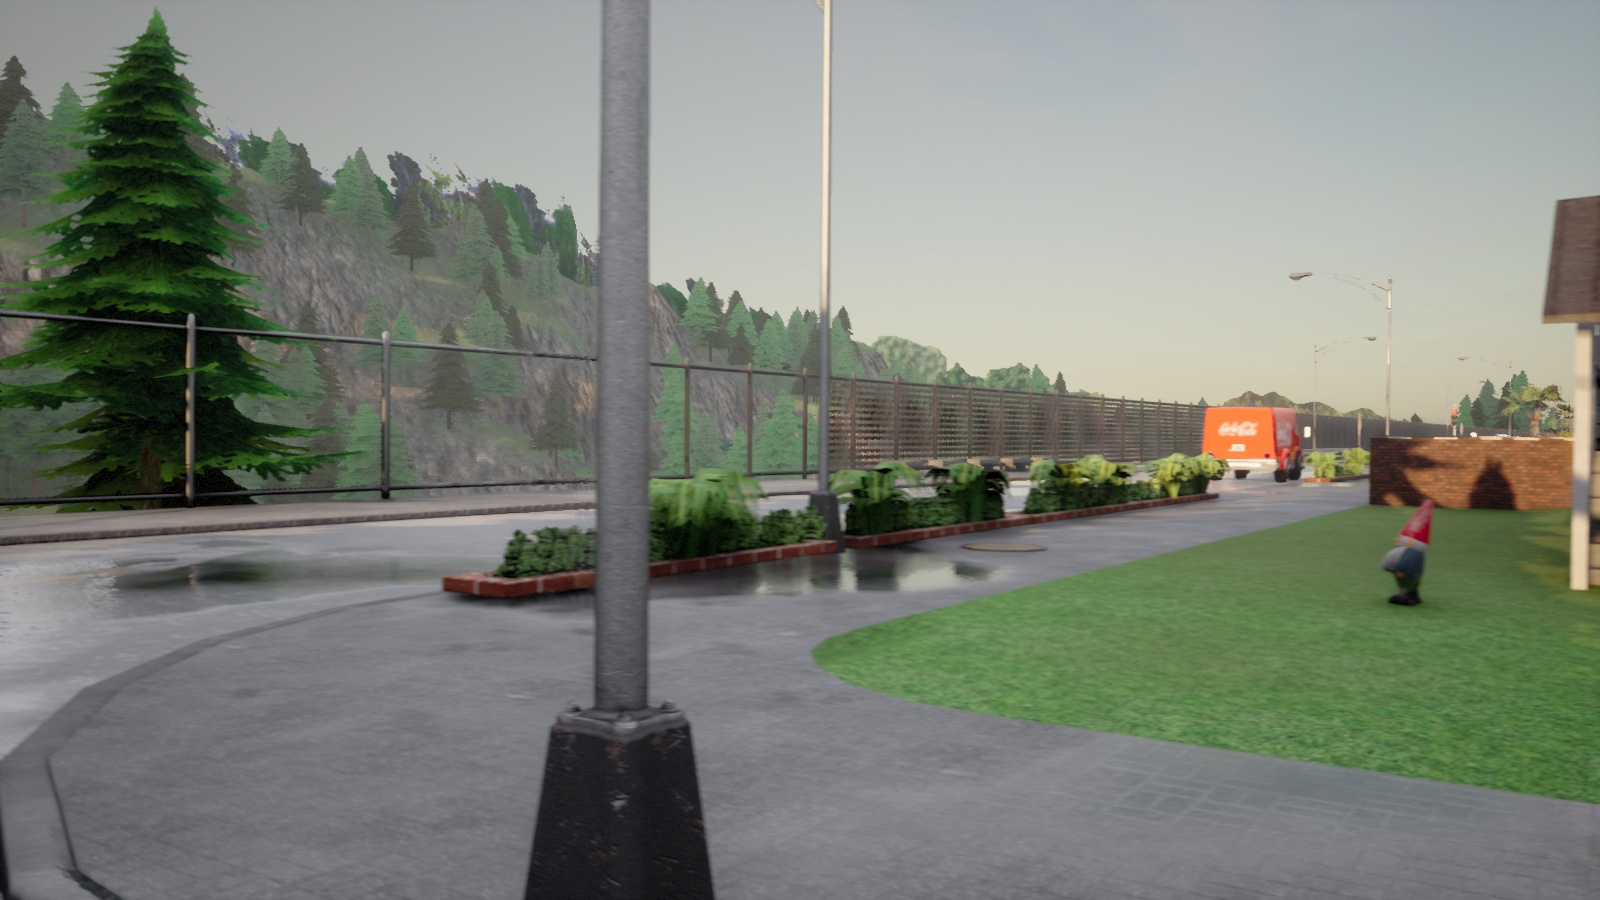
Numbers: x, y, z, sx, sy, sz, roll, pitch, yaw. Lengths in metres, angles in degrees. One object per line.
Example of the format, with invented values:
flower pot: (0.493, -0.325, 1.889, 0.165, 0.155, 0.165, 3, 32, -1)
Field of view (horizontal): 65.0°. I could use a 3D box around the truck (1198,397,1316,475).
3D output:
truck: (15.592, -0.479, 42.639, 2.627, 2.467, 5.204, 0, 1, 34)
